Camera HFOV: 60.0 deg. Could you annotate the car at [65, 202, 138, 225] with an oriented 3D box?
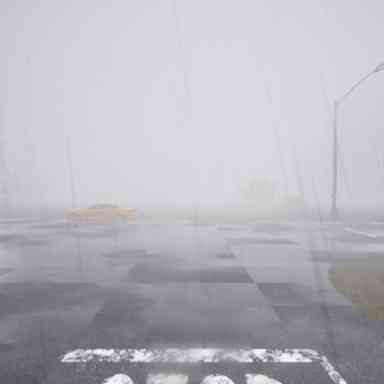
[{"bbox_3d":[-6.371,1.448,23.631,5.008,1.535,1.882,1,0,1],"label":"car"}]
